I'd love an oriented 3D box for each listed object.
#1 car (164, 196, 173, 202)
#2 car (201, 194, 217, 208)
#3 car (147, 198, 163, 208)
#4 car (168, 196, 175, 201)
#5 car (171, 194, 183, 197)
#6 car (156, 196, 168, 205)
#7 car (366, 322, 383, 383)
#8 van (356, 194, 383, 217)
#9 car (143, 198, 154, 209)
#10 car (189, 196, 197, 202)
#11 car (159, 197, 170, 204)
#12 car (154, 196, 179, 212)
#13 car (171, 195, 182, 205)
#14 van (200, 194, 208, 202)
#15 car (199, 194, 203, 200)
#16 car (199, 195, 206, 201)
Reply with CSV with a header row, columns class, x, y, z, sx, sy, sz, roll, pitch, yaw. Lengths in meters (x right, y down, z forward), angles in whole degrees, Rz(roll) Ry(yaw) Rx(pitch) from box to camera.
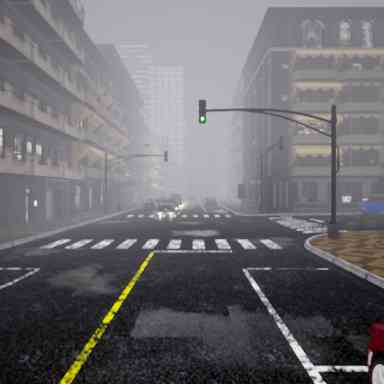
class,x,y,z,sx,sy,sz,roll,pitch,yaw
car,-5.502,1.639,78.235,1.752,1.417,4.829,-1,0,0
car,2.807,1.503,50.739,1.967,1.590,4.097,-1,0,0
car,-5.572,1.629,50.765,1.947,1.339,4.313,0,0,0
car,-5.473,1.719,89.460,1.802,1.307,4.206,-1,0,0
car,-2.917,1.302,60.878,2.150,2.045,5.566,0,0,1
car,-5.545,1.522,61.821,1.967,1.590,4.097,-1,0,0
car,2.684,1.546,1.740,1.887,1.381,4.507,0,0,0
van,15.708,1.062,27.278,3.998,1.788,1.690,-1,1,-1
car,-5.585,1.604,45.237,2.008,1.369,4.403,0,0,0
car,0.199,1.594,79.671,1.882,1.535,5.008,0,0,0
car,-5.530,1.674,67.349,1.802,1.307,4.206,-1,0,0
car,-2.998,1.593,40.423,2.033,1.411,5.357,0,0,0
car,-2.971,1.626,50.307,1.994,1.385,4.181,0,0,0
van,2.876,1.455,78.378,1.690,1.788,3.998,-1,0,0
car,2.851,1.643,67.322,2.008,1.369,4.403,-1,0,0
car,2.920,1.694,94.962,1.887,1.381,4.507,-1,0,0
